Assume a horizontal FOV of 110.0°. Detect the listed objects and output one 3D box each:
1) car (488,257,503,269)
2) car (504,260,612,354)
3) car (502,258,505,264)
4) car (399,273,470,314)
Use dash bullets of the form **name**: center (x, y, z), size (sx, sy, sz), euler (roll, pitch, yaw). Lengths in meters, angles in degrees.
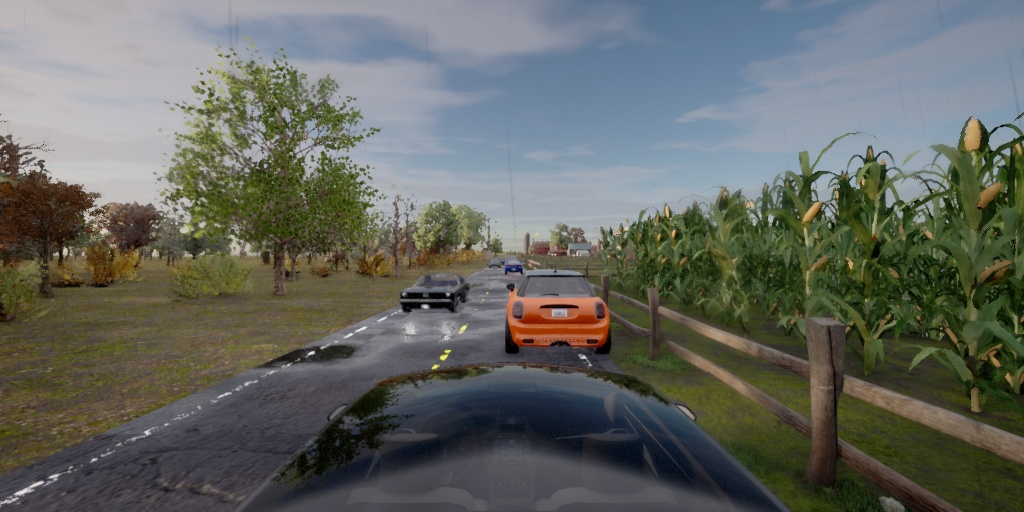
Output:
- **car**: center (-2.657, 1.200, 56.188), size (1.837, 1.490, 4.892), euler (0, 0, 0)
- **car**: center (0.931, 1.100, 8.921), size (2.097, 1.767, 4.553), euler (0, 0, 1)
- **car**: center (0.212, 1.203, 38.986), size (1.882, 1.535, 5.008), euler (0, 0, 1)
- **car**: center (-2.805, 1.348, 13.895), size (1.895, 1.301, 4.718), euler (0, 0, 0)
